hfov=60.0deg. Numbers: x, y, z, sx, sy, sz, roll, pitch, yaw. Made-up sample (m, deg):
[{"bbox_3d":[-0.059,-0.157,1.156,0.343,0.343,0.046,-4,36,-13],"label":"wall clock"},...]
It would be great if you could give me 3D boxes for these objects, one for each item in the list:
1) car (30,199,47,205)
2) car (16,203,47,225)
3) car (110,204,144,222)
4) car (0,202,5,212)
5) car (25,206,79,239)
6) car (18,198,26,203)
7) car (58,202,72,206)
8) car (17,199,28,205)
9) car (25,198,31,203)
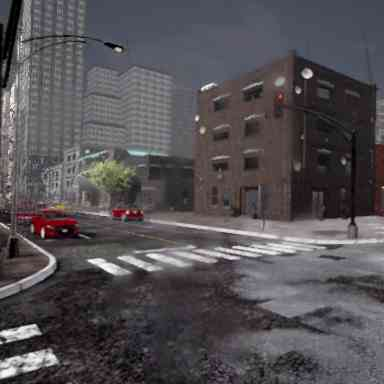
[{"bbox_3d":[-29.264,2.241,64.001,1.967,1.590,4.097,1,-1,-35],"label":"car"},{"bbox_3d":[-12.604,1.770,25.343,1.802,1.307,4.206,1,-1,-35],"label":"car"},{"bbox_3d":[-6.155,1.884,31.196,1.967,1.590,4.097,1,-1,-35],"label":"car"},{"bbox_3d":[-26.743,1.935,45.677,1.752,1.417,4.829,1,-1,-35],"label":"car"},{"bbox_3d":[-7.443,1.655,17.968,1.887,1.381,4.507,1,-1,-35],"label":"car"},{"bbox_3d":[-38.777,2.268,77.604,2.192,1.841,5.009,1,-1,-35],"label":"car"},{"bbox_3d":[-18.848,2.163,49.230,1.752,1.417,4.829,1,-1,-35],"label":"car"},{"bbox_3d":[-42.049,2.532,82.273,1.752,1.417,4.829,1,-1,-35],"label":"car"},{"bbox_3d":[-32.437,2.433,68.532,1.802,1.307,4.206,1,-1,-35],"label":"car"}]
